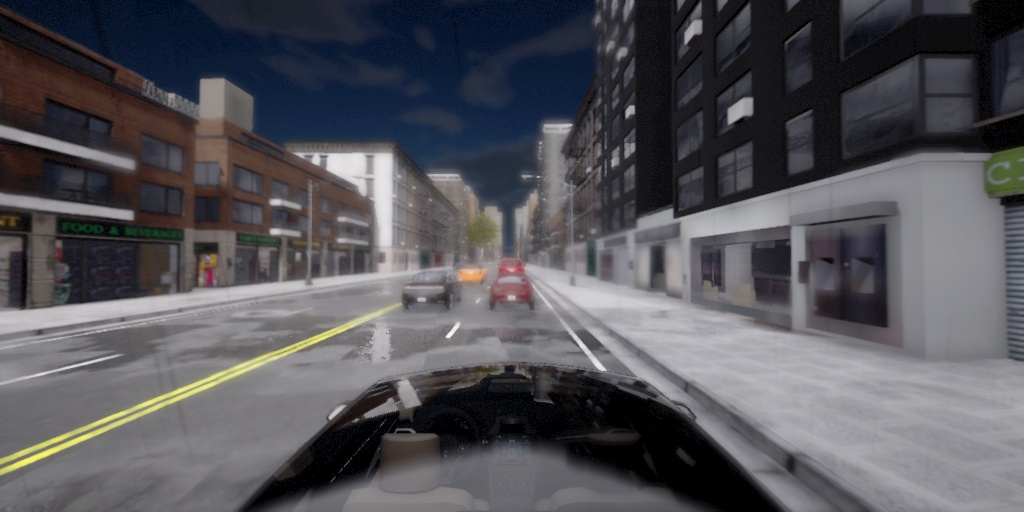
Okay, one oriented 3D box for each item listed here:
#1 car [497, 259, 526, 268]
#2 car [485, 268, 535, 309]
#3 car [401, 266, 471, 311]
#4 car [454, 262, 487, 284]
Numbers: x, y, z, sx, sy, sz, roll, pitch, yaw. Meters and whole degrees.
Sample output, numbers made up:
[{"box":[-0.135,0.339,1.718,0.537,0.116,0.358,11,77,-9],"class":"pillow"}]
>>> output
[{"box":[-0.016,1.257,29.472,2.150,2.045,5.566,0,0,0],"class":"car"},{"box":[0.013,1.417,15.753,1.812,1.442,4.674,0,0,0],"class":"car"},{"box":[-3.239,1.381,15.354,2.128,1.511,4.902,0,0,0],"class":"car"},{"box":[-3.254,1.391,30.286,2.097,1.767,4.553,0,-1,0],"class":"car"}]
